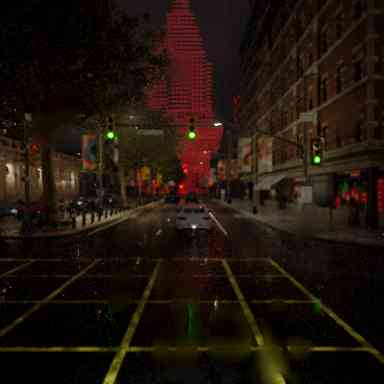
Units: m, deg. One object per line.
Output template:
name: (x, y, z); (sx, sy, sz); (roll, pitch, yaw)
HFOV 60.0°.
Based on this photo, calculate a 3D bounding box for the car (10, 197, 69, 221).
car: (-11.589, 1.322, 25.679); (1.882, 1.535, 5.008); (0, 0, 0)

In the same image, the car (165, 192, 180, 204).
car: (-3.513, 1.224, 56.291); (1.994, 1.385, 4.181); (0, 0, 0)

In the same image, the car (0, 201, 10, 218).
car: (-15.088, 1.391, 25.727); (2.033, 1.411, 5.357); (0, 0, 0)

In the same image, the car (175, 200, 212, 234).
car: (0.096, 1.415, 18.237); (1.812, 1.442, 4.674); (0, 0, 0)

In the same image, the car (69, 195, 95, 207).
car: (-15.011, 1.201, 45.680); (1.882, 1.535, 5.008); (0, 0, 0)

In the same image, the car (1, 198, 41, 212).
car: (-18.258, 1.378, 35.796); (1.895, 1.301, 4.718); (0, 0, 0)

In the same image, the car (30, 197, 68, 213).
car: (-15.024, 1.291, 35.266); (1.837, 1.490, 4.892); (0, 0, 1)

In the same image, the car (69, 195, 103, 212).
car: (-11.527, 1.332, 35.493); (2.033, 1.411, 5.357); (0, 0, 0)

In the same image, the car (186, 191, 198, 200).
car: (-0.013, 1.015, 55.909); (2.097, 1.767, 4.553); (0, 0, 0)

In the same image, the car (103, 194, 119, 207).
car: (-11.511, 1.076, 45.712); (2.097, 1.767, 4.553); (0, 0, 0)

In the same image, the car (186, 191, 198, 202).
car: (-0.015, 0.827, 65.307); (2.150, 2.045, 5.566); (0, 0, 0)
